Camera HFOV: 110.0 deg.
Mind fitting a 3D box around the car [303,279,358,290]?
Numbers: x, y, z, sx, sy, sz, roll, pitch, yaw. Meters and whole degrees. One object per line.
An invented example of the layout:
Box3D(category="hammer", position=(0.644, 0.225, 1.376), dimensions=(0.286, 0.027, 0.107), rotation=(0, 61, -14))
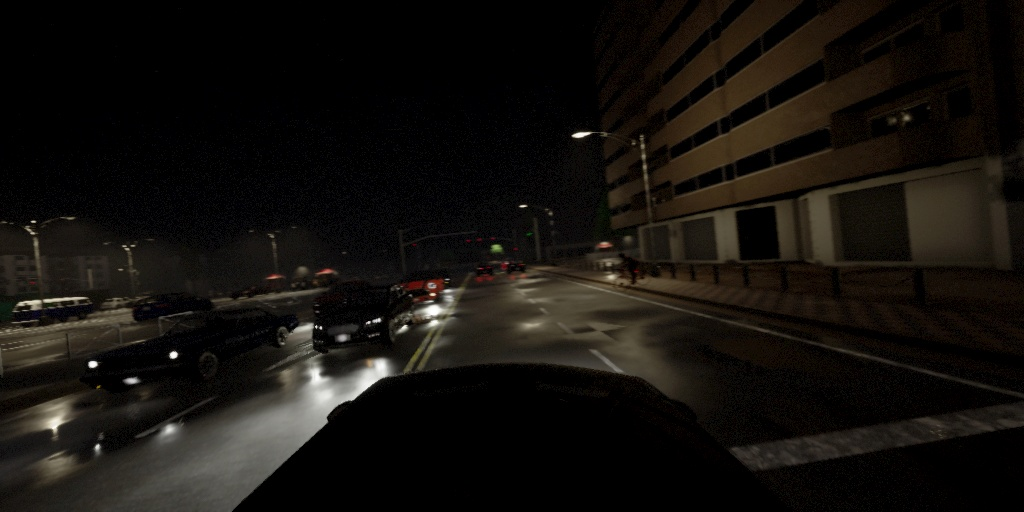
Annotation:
Box3D(category="car", position=(-8.342, 2.049, 18.393), dimensions=(1.882, 1.535, 5.008), rotation=(-6, 0, -5))

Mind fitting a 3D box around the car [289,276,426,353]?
Box3D(category="car", position=(-4.160, 1.656, 10.741), dimensions=(2.128, 1.511, 4.902), rotation=(-6, 0, -5))

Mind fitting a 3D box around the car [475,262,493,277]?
Box3D(category="car", position=(-3.135, 1.519, 40.588), dimensions=(2.128, 1.511, 4.902), rotation=(-6, 0, -5))

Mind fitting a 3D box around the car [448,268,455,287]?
Box3D(category="car", position=(-5.853, 1.816, 29.798), dimensions=(1.837, 1.490, 4.892), rotation=(-6, 0, -5))

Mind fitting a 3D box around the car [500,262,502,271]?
Box3D(category="car", position=(-0.608, 1.115, 50.348), dimensions=(2.097, 1.767, 4.553), rotation=(-6, 0, -5))

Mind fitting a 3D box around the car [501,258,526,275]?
Box3D(category="car", position=(0.371, 1.171, 39.986), dimensions=(2.128, 1.511, 4.902), rotation=(-6, 0, -5))

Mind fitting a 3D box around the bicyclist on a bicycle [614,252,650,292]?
Box3D(category="bicyclist on a bicycle", position=(4.969, 0.610, 15.196), dimensions=(1.656, 1.620, 0.582), rotation=(-15, 1, -5))

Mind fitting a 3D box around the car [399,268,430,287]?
Box3D(category="car", position=(-9.986, 2.207, 37.271), dimensions=(2.128, 1.511, 4.902), rotation=(-6, 0, -5))

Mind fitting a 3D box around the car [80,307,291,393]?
Box3D(category="car", position=(-7.496, 2.100, 9.062), dimensions=(1.895, 1.301, 4.718), rotation=(-6, 0, -5))

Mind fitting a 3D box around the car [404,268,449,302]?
Box3D(category="car", position=(-4.989, 1.587, 19.885), dimensions=(2.097, 1.767, 4.553), rotation=(-6, 0, -5))
